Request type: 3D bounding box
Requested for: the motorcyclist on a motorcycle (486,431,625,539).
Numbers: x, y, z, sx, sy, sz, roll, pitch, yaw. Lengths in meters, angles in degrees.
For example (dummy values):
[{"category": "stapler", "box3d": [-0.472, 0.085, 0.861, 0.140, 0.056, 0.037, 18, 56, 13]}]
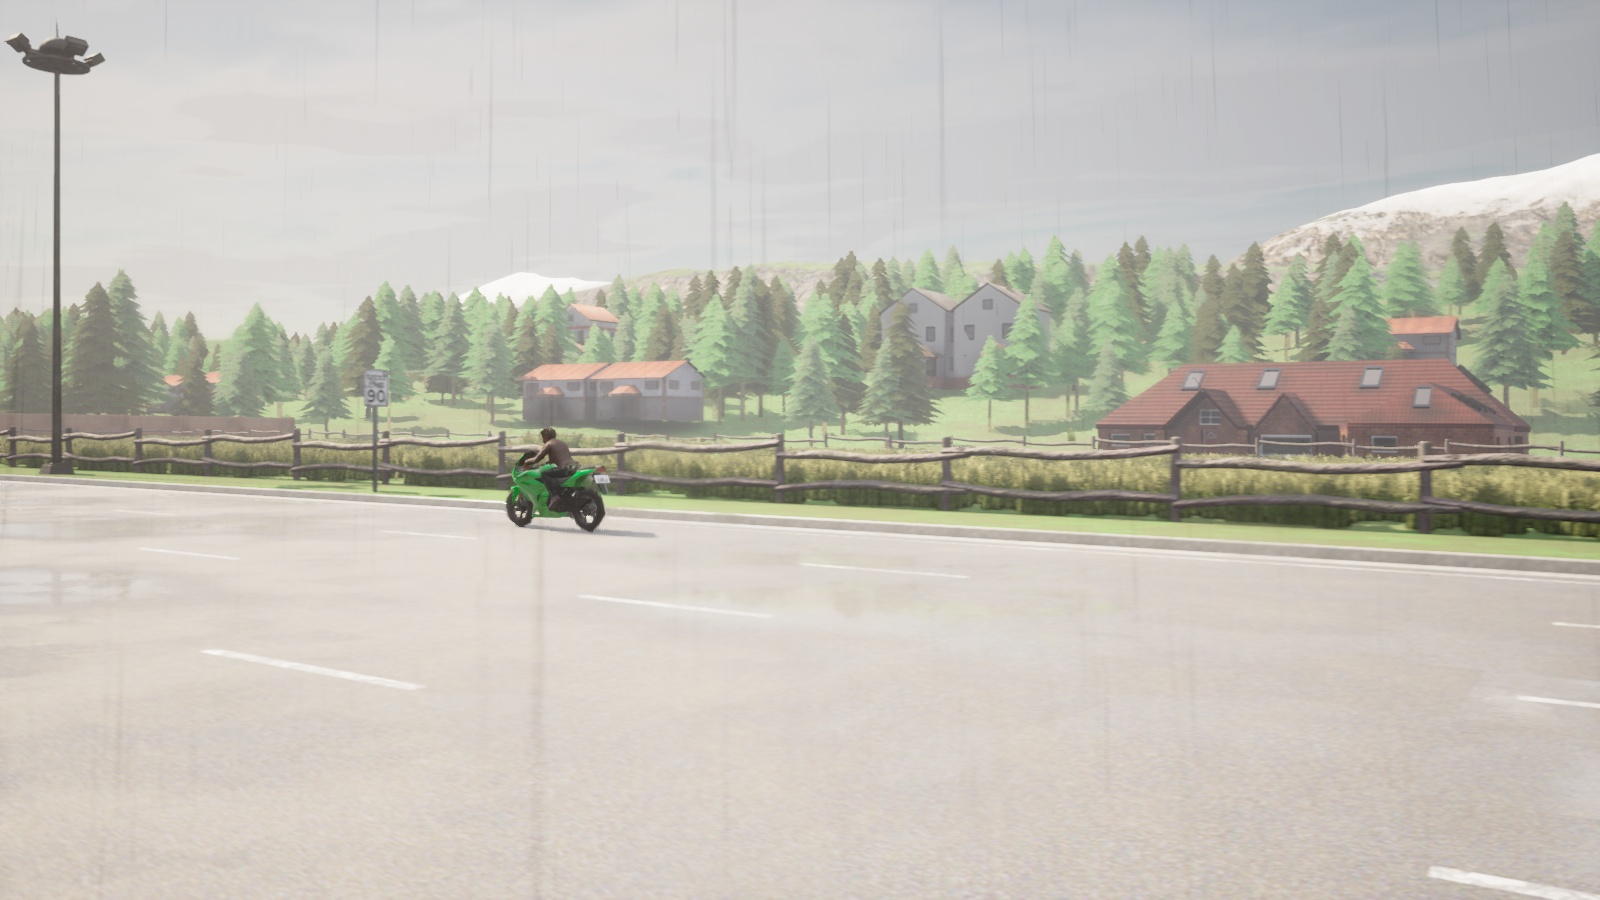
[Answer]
[{"category": "motorcyclist on a motorcycle", "box3d": [-3.643, 0.492, 18.648, 2.044, 1.523, 0.797, 0, 1, 34]}]
